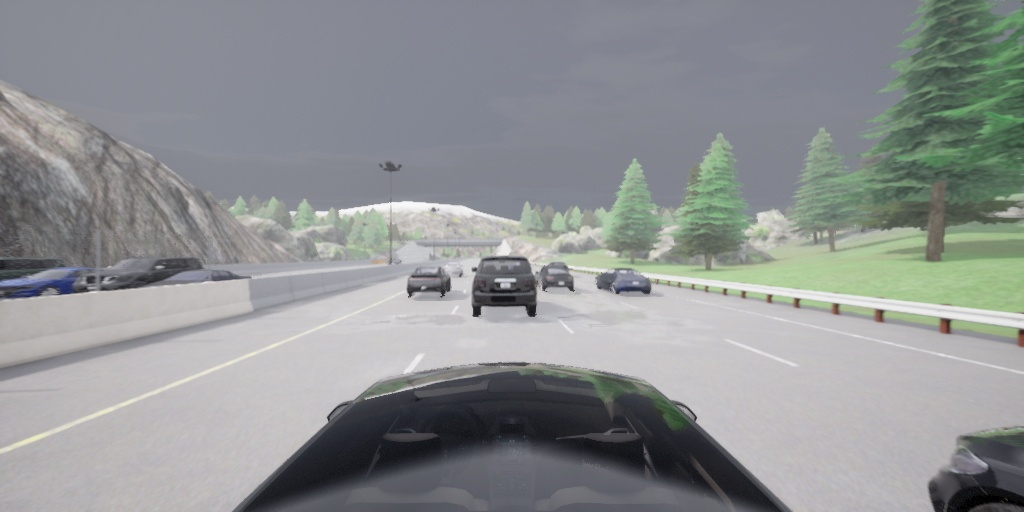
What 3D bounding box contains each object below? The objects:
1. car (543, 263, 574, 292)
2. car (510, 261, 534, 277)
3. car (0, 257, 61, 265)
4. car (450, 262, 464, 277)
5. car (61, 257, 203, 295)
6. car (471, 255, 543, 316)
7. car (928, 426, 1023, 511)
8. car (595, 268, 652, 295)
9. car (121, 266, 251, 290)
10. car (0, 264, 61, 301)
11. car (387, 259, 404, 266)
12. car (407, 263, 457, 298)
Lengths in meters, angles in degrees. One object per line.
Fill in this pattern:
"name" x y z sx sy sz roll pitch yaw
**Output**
"car" 2.471 1.323 21.731 1.812 1.442 4.674 0 0 -5
"car" 0.925 1.320 37.577 1.882 1.535 5.008 0 0 -6
"car" -25.411 1.066 17.581 2.150 2.045 5.566 0 0 -5
"car" -6.108 1.382 37.670 1.812 1.442 4.674 0 0 -6
"car" -18.446 1.052 18.275 2.150 2.045 5.566 0 0 -5
"car" -0.365 1.004 13.661 2.150 2.045 5.566 0 0 -4
"car" 3.536 1.265 0.248 1.812 1.442 4.674 0 0 0
"car" 6.121 1.350 20.208 1.994 1.385 4.181 0 0 -5
"car" -14.834 1.368 17.160 2.033 1.411 5.357 0 0 -5
"car" -21.912 1.314 17.688 1.882 1.535 5.008 0 0 -5
"car" -18.902 1.268 58.412 2.128 1.511 4.902 0 0 -6
"car" -4.313 1.296 19.128 2.128 1.511 4.902 0 0 -5
